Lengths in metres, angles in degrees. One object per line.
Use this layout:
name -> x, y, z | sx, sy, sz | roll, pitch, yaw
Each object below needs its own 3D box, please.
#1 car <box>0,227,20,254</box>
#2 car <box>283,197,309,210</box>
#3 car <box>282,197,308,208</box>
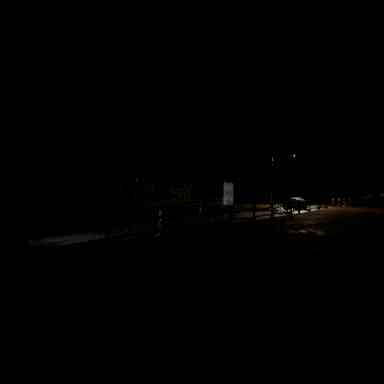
car -> -8.695, 1.635, 11.570 | 1.895, 1.301, 4.718 | 2, 1, 36
car -> 12.975, 1.540, 41.389 | 2.033, 1.411, 5.357 | 2, 1, 36
car -> 15.242, 1.466, 49.189 | 2.033, 1.411, 5.357 | 2, 1, 36
